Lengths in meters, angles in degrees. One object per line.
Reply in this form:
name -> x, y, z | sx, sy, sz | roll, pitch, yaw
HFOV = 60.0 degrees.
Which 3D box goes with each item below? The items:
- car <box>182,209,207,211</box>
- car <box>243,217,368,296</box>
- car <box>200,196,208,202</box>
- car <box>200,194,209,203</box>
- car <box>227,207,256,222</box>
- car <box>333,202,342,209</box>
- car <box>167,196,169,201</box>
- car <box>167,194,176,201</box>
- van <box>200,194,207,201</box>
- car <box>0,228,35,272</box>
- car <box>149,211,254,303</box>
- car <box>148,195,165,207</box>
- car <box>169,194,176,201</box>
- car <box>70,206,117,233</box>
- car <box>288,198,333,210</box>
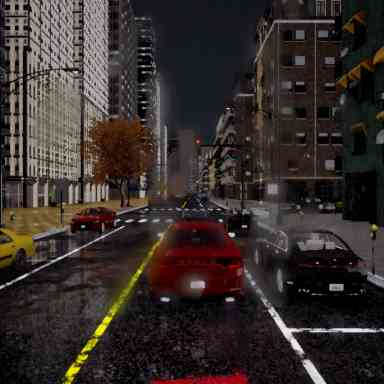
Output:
car -> 0.126, 1.605, 18.401 | 1.895, 1.301, 4.718 | 0, 0, 0
car -> 2.707, 1.552, 8.403 | 2.008, 1.369, 4.403 | 0, 0, 0
car -> 2.858, 1.599, 79.641 | 1.752, 1.417, 4.829 | 0, 0, 0
car -> 2.846, 1.630, 73.948 | 1.947, 1.339, 4.313 | 0, 0, 0
car -> 2.730, 1.555, 19.469 | 2.008, 1.369, 4.403 | 0, 0, 0
car -> 18.905, 1.259, 38.895 | 4.829, 1.417, 1.752 | -1, 1, 0
car -> -5.570, 1.607, 57.398 | 1.947, 1.339, 4.313 | 0, 0, 0
car -> -5.501, 1.410, 90.535 | 2.192, 1.841, 5.009 | 0, 0, 0
van -> 2.869, 1.424, 84.995 | 1.690, 1.788, 3.998 | 0, 0, 0
car -> -5.673, 1.526, 8.251 | 1.752, 1.417, 4.829 | 0, 0, 0
car -> 0.109, 1.478, 8.310 | 1.882, 1.535, 5.008 | 0, 0, 0
car -> -5.582, 1.349, 51.875 | 2.192, 1.841, 5.009 | 0, 0, 0
car -> -5.512, 1.649, 85.012 | 1.947, 1.339, 4.313 | 0, 0, 0
car -> -5.650, 1.549, 19.487 | 1.887, 1.381, 4.507 | 0, 0, 0
car -> 13.508, 1.359, 38.852 | 4.403, 1.369, 2.008 | -1, 1, 0
